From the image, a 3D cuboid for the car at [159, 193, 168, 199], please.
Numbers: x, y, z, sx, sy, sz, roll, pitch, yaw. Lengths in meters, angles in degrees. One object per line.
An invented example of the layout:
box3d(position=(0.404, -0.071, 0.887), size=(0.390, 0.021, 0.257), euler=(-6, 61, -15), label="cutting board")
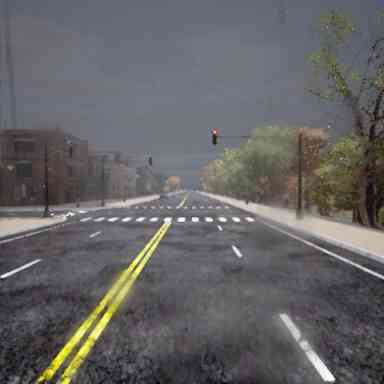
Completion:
box3d(position=(-6.591, 1.005, 77.543), size=(1.994, 1.385, 4.181), euler=(0, 0, 0), label="car")
